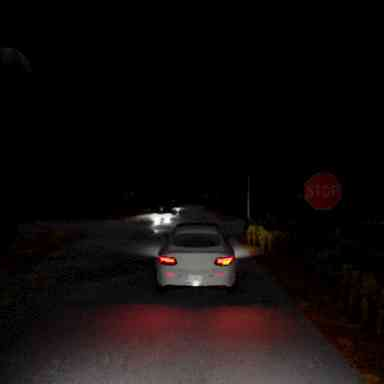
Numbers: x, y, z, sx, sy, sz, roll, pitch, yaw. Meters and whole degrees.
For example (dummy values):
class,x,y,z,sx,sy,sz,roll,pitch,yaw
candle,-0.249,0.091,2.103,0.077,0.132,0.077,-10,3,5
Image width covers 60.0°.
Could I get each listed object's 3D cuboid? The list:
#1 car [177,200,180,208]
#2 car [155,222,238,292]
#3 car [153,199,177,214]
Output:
class,x,y,z,sx,sy,sz,roll,pitch,yaw
car,-3.051,1.895,55.232,1.812,1.442,4.674,0,-1,1
car,0.141,1.530,8.814,1.812,1.442,4.674,0,0,2
car,-3.129,1.567,36.648,2.128,1.511,4.902,0,-1,0
